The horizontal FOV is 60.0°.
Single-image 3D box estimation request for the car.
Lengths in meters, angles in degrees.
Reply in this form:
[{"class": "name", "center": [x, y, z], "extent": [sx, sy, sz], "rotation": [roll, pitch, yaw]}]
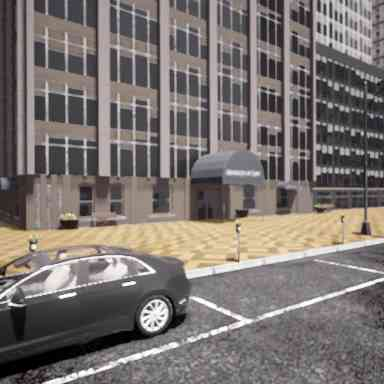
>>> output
[{"class": "car", "center": [-2.061, 1.555, 5.077], "extent": [4.403, 1.369, 2.008], "rotation": [0, 0, -35]}]
